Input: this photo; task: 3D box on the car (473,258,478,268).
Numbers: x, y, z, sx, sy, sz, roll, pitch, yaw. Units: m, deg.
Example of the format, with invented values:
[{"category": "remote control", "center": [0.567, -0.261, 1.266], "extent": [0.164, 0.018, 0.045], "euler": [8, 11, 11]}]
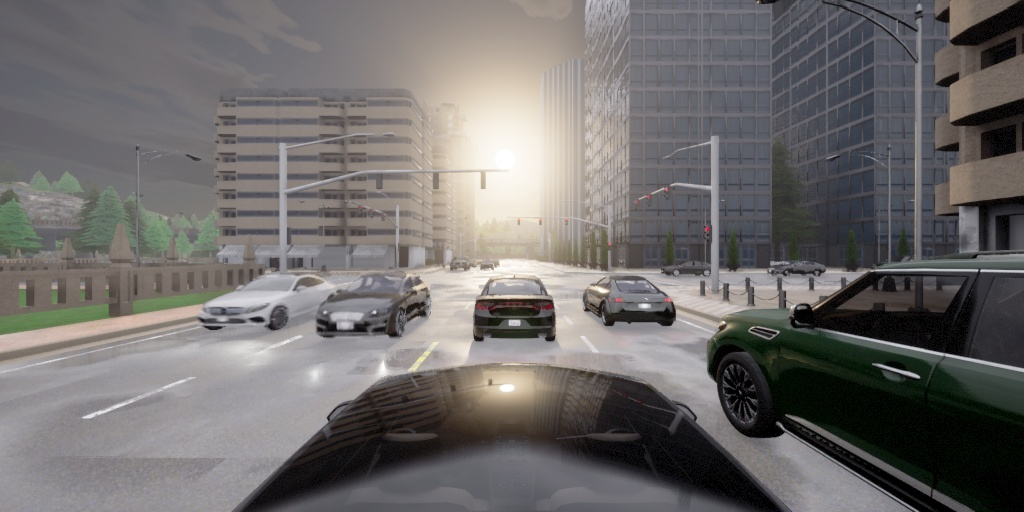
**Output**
[{"category": "car", "center": [-7.100, 1.255, 60.253], "extent": [1.837, 1.490, 4.892], "euler": [0, 0, 0]}]

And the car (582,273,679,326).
[{"category": "car", "center": [3.575, 1.314, 11.643], "extent": [1.994, 1.385, 4.181], "euler": [0, 0, 0]}]

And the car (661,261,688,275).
[{"category": "car", "center": [16.965, 1.199, 34.648], "extent": [4.892, 1.490, 1.837], "euler": [0, 0, 0]}]

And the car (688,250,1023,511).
[{"category": "car", "center": [3.601, 0.971, 2.288], "extent": [2.150, 2.045, 5.566], "euler": [0, 0, 0]}]

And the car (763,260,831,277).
[{"category": "car", "center": [27.380, 1.186, 34.589], "extent": [4.902, 1.511, 2.128], "euler": [0, 0, 0]}]

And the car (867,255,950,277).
[{"category": "car", "center": [38.087, 0.916, 34.530], "extent": [5.566, 2.045, 2.150], "euler": [0, 0, 0]}]

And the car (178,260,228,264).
[{"category": "car", "center": [-22.886, 1.220, 27.895], "extent": [4.674, 1.442, 1.812], "euler": [0, 0, 4]}]

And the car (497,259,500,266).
[{"category": "car", "center": [-3.587, 1.242, 62.828], "extent": [2.128, 1.511, 4.902], "euler": [0, 0, 0]}]

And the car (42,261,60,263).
[{"category": "car", "center": [-42.057, 1.220, 32.873], "extent": [4.674, 1.442, 1.812], "euler": [0, 0, 29]}]

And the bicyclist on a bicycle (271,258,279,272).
[{"category": "bicyclist on a bicycle", "center": [-26.094, 0.995, 39.820], "extent": [0.582, 1.620, 1.656], "euler": [0, 0, 7]}]

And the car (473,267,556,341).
[{"category": "car", "center": [0.066, 1.228, 9.864], "extent": [1.882, 1.535, 5.008], "euler": [0, 0, 0]}]

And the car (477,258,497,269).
[{"category": "car", "center": [-3.612, 1.255, 52.969], "extent": [1.837, 1.490, 4.892], "euler": [0, 0, 0]}]

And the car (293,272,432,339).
[{"category": "car", "center": [-3.602, 1.241, 10.191], "extent": [2.128, 1.511, 4.902], "euler": [0, 0, 0]}]

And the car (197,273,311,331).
[{"category": "car", "center": [-7.091, 1.276, 11.104], "extent": [1.812, 1.442, 4.674], "euler": [0, 0, 0]}]

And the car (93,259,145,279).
[{"category": "car", "center": [-32.685, 1.220, 29.191], "extent": [4.674, 1.442, 1.812], "euler": [0, 0, 15]}]

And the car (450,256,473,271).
[{"category": "car", "center": [-7.114, 0.972, 49.599], "extent": [2.150, 2.045, 5.566], "euler": [0, 0, 0]}]
